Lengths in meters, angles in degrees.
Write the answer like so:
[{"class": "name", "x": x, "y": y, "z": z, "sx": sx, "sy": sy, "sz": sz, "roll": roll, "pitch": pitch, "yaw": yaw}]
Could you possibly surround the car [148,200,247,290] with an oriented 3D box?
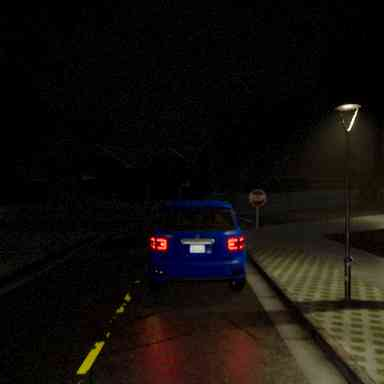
[{"class": "car", "x": 0.117, "y": 1.212, "z": 9.226, "sx": 2.150, "sy": 2.045, "sz": 5.566, "roll": 0, "pitch": 0, "yaw": 0}]
